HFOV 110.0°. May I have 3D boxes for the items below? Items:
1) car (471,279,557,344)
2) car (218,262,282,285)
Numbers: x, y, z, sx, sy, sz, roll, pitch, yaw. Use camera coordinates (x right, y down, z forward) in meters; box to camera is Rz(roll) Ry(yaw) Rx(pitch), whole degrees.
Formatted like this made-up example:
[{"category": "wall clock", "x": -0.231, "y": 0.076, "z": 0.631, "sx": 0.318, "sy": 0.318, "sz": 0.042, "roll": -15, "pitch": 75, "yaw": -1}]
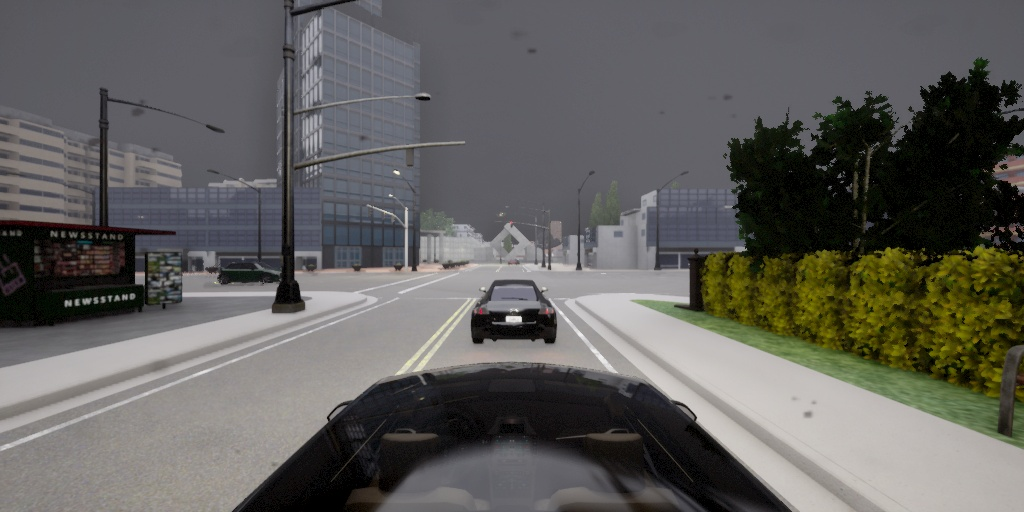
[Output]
[{"category": "car", "x": 0.045, "y": 1.313, "z": 9.637, "sx": 1.994, "sy": 1.385, "sz": 4.181, "roll": 0, "pitch": 0, "yaw": 0}, {"category": "car", "x": -19.404, "y": 1.236, "z": 27.188, "sx": 4.553, "sy": 1.767, "sz": 2.097, "roll": -1, "pitch": 0, "yaw": -1}]
